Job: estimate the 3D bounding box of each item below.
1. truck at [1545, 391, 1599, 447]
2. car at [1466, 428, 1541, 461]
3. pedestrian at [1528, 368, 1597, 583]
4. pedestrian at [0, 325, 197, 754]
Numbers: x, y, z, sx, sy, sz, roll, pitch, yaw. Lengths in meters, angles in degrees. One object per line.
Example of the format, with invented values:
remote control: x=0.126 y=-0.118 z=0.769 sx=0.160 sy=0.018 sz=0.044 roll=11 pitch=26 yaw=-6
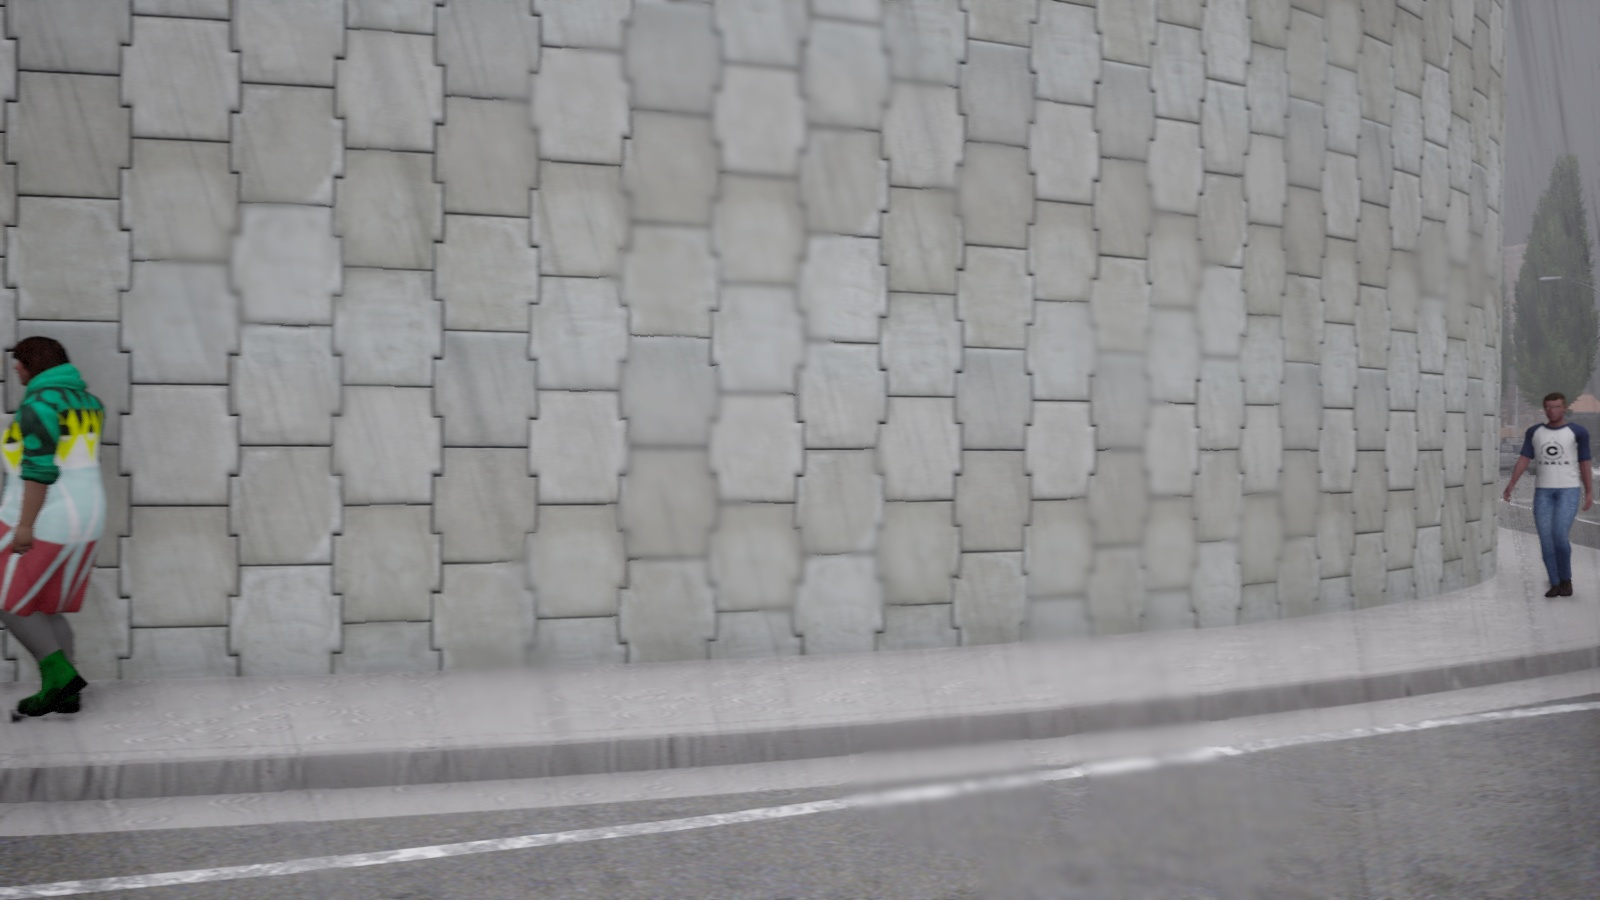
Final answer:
truck: x=50.714 y=-1.976 z=81.015 sx=2.891 sy=3.462 sz=7.936 roll=0 pitch=1 yaw=18
car: x=29.818 y=-0.252 z=53.360 sx=1.895 sy=1.301 sz=4.718 roll=0 pitch=1 yaw=18
pedestrian: x=6.719 y=0.211 z=11.061 sx=0.706 sy=1.836 sz=0.354 roll=-1 pitch=1 yaw=-44
pedestrian: x=-3.508 y=0.402 z=6.057 sx=0.873 sy=1.952 sz=0.659 roll=-1 pitch=1 yaw=-6
